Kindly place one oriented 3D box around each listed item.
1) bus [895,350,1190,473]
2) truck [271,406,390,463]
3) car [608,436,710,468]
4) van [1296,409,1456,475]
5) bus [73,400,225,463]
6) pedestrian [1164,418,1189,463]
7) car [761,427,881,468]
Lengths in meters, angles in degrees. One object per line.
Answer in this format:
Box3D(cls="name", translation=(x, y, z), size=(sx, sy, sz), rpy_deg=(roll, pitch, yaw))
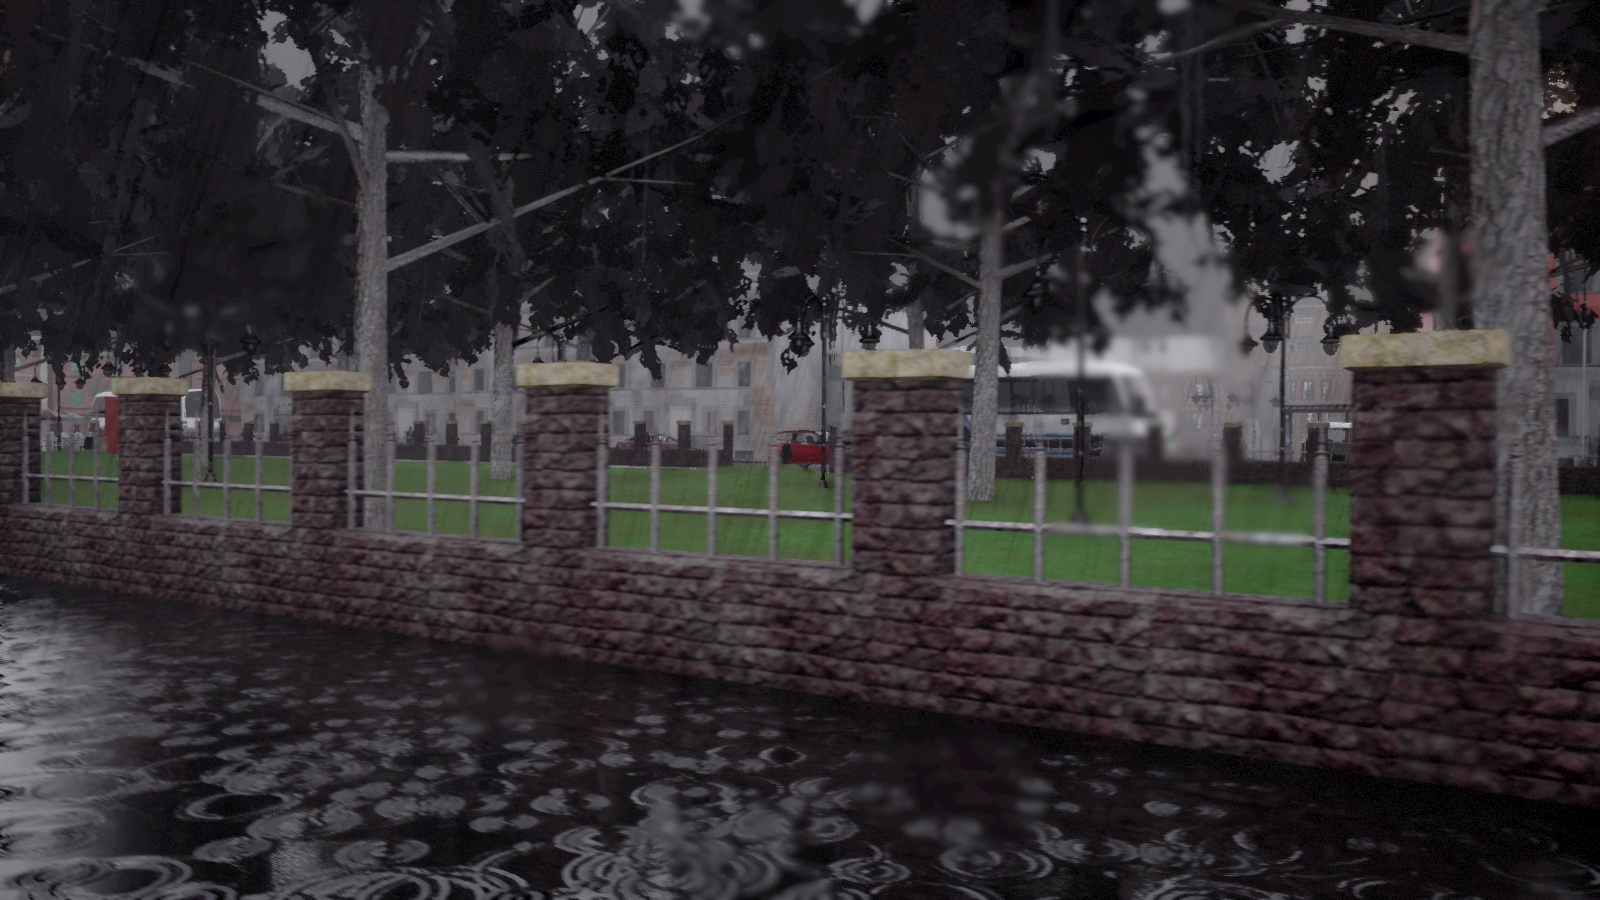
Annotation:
Box3D(cls="bus", translation=(9.109, -1.345, 47.926), size=(10.273, 4.253, 3.944), rpy_deg=(0, 1, 34))
Box3D(cls="truck", translation=(-29.578, -0.938, 78.963), size=(7.936, 3.462, 2.891), rpy_deg=(0, 1, 34))
Box3D(cls="car", translation=(-6.614, 0.086, 58.620), size=(4.674, 1.442, 1.812), rpy_deg=(0, 1, 34))
Box3D(cls="van", translation=(18.918, -0.264, 41.300), size=(4.480, 2.038, 2.069), rpy_deg=(0, 1, 34))
Box3D(cls="bus", translation=(-45.507, -1.283, 87.700), size=(10.273, 4.253, 3.944), rpy_deg=(0, 1, 26))
Box3D(cls="pedestrian", translation=(16.395, -0.422, 54.670), size=(0.873, 1.952, 0.659), rpy_deg=(0, 1, 35))
Box3D(cls="car", translation=(0.887, -0.109, 53.535), size=(4.611, 1.667, 2.242), rpy_deg=(0, 1, 34))
